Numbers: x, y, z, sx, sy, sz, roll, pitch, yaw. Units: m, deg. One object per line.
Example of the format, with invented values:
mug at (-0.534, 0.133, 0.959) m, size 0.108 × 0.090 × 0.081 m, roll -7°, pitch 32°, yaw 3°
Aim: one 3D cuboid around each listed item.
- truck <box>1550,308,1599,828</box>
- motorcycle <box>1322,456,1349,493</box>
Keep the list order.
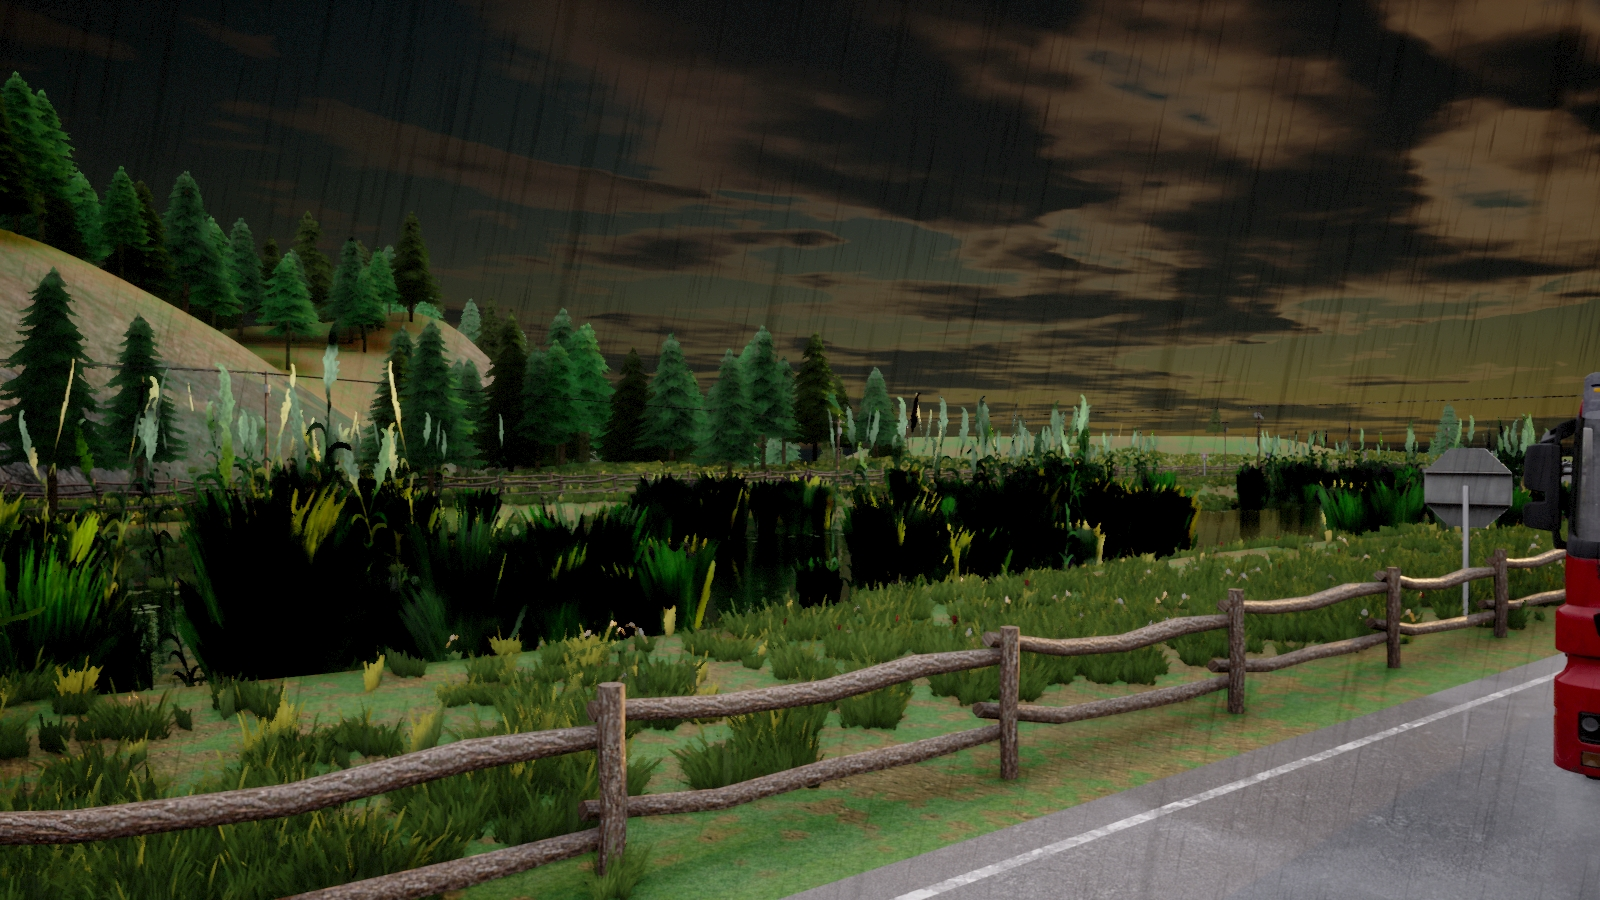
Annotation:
truck at (9.482, 0.862, 10.938) m, size 2.891 × 3.827 × 8.468 m, roll 0°, pitch 0°, yaw 40°
motorcycle at (34.910, 1.577, 74.485) m, size 2.033 × 2.348 × 0.803 m, roll 0°, pitch 0°, yaw -39°
